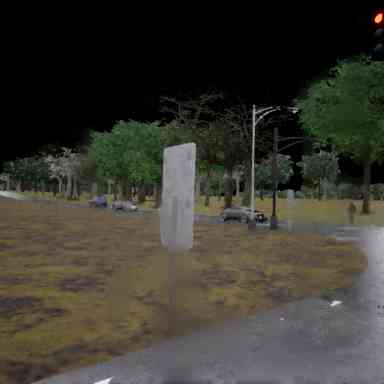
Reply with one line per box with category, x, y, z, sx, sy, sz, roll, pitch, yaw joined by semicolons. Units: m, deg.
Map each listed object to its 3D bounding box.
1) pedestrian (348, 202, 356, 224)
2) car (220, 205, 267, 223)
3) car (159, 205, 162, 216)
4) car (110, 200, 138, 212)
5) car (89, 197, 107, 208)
pedestrian;13.333;1.718;27.800;0.375;1.860;0.375;2;-1;-36
car;4.187;1.805;27.492;1.994;1.385;4.181;3;-2;-35
car;-1.784;1.855;35.783;2.128;1.511;4.902;3;-2;-36
car;-9.141;1.966;46.037;2.128;1.511;4.902;3;-2;-35
car;-18.388;1.964;65.207;2.150;2.045;5.566;3;-2;-36
